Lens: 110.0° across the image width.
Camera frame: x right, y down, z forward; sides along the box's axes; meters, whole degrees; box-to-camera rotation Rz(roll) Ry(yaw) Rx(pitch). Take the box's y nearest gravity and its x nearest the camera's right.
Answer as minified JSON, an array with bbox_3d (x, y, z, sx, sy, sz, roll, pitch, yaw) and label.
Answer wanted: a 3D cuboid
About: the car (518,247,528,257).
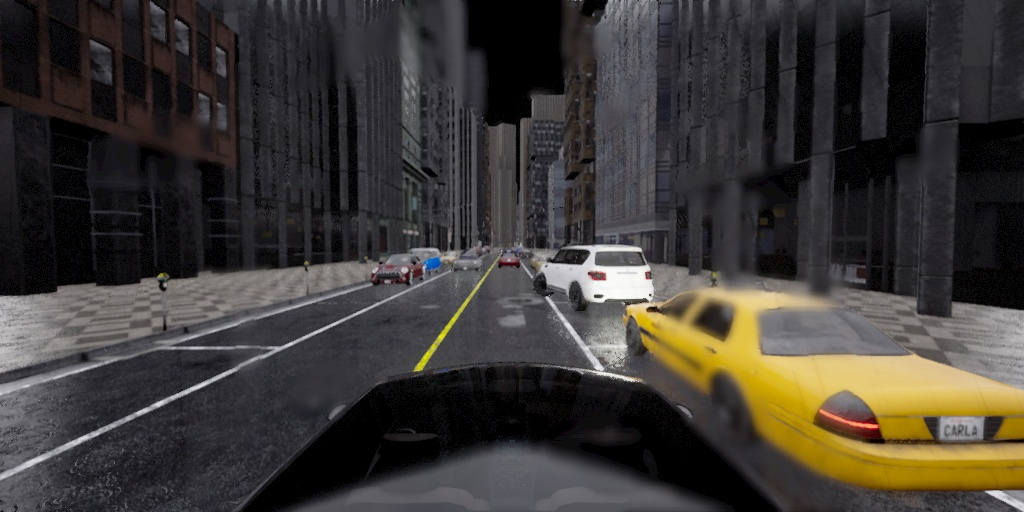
[{"bbox_3d":[2.185,-0.299,52.865,2.007,1.370,4.403,0,0,-1],"label":"car"}]

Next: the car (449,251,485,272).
[{"bbox_3d":[-3.395,0.516,28.065,1.895,1.301,4.718,0,2,-1],"label":"car"}]

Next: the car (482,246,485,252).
[{"bbox_3d":[-6.467,-0.874,63.976,2.192,1.841,5.009,0,0,-1],"label":"car"}]

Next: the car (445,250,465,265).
[{"bbox_3d":[-6.147,0.197,35.774,1.751,1.417,4.829,0,0,-1],"label":"car"}]

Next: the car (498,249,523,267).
[{"bbox_3d":[-0.280,0.287,34.233,1.994,1.385,4.181,0,2,-1],"label":"car"}]

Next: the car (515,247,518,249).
[{"bbox_3d":[-0.477,-0.298,52.039,1.812,1.442,4.674,0,2,-1],"label":"car"}]

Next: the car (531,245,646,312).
[{"bbox_3d":[2.600,0.627,12.593,2.150,2.045,5.566,0,2,-13],"label":"car"}]

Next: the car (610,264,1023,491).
[{"bbox_3d":[3.114,1.100,5.069,1.801,1.575,5.366,0,2,-1],"label":"car"}]

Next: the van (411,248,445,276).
[{"bbox_3d":[-6.022,0.362,24.732,1.690,1.789,3.998,0,0,-1],"label":"van"}]

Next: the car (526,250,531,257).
[{"bbox_3d":[2.437,0.366,30.612,1.751,1.417,4.829,0,0,-1],"label":"car"}]

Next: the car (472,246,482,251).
[{"bbox_3d":[-6.403,-0.577,58.370,1.967,1.591,4.097,0,0,-1],"label":"car"}]

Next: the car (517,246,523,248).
[{"bbox_3d":[2.057,-0.753,64.078,1.967,1.591,4.097,0,0,-1],"label":"car"}]

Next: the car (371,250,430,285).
[{"bbox_3d":[-5.958,0.639,19.126,1.967,1.591,4.097,0,0,-1],"label":"car"}]

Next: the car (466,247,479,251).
[{"bbox_3d":[-6.340,-0.279,52.763,1.948,1.339,4.313,0,0,-1],"label":"car"}]
